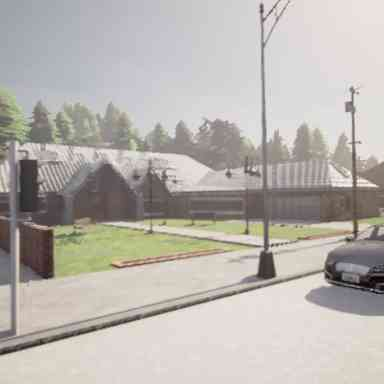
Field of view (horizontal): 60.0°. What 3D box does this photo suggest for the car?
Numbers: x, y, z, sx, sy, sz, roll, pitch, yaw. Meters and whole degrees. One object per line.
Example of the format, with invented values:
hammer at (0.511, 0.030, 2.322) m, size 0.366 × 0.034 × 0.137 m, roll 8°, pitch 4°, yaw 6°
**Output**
car at (5.367, 1.572, 8.616) m, size 4.902 × 1.511 × 2.128 m, roll 0°, pitch -1°, yaw -37°
